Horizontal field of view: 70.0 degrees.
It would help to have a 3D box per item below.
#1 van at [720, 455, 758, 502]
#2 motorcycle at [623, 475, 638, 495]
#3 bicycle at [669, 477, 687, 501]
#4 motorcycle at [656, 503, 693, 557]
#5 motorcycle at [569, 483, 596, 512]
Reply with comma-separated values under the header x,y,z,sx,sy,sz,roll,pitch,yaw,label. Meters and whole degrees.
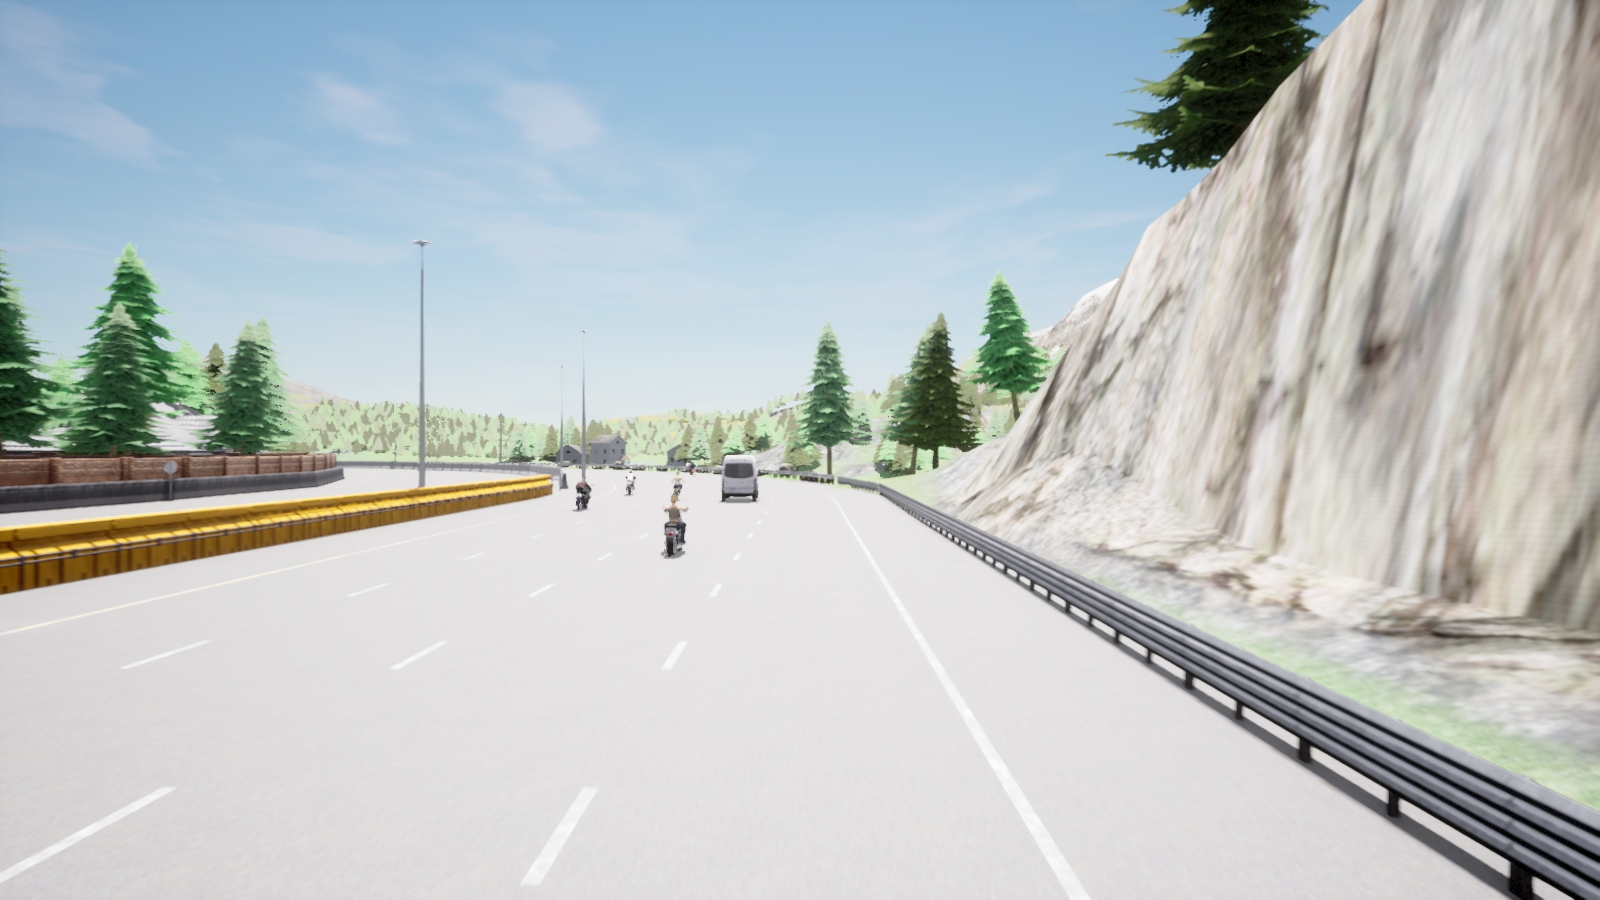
x,y,z,sx,sy,sz,roll,pitch,yaw,label
-3.405,1.572,65.077,1.988,2.561,5.915,0,0,-1,van
-10.732,2.219,72.401,0.803,1.217,2.033,0,0,-4,motorcycle
-6.845,2.186,64.193,0.859,1.295,1.487,0,0,-2,bicycle
-3.407,2.164,31.189,0.764,1.325,2.356,0,0,0,motorcycle
-10.298,2.236,54.190,0.867,1.251,2.209,0,0,0,motorcycle
